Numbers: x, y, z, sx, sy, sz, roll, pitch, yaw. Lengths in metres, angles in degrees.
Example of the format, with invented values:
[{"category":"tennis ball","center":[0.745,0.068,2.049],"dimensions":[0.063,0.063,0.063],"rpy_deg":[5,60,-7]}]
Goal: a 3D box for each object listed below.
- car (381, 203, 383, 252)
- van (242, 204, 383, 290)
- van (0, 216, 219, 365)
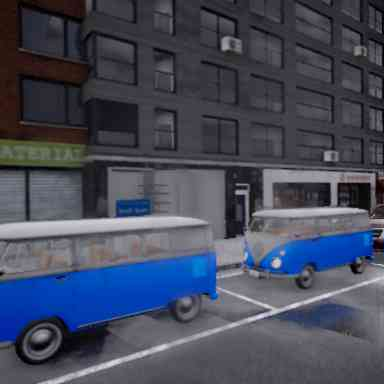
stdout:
[{"category":"car","center":[7.667,1.278,12.007],"dimensions":[5.009,1.841,2.192],"rpy_deg":[0,-1,-35]},{"category":"van","center":[3.118,1.320,8.765],"dimensions":[3.998,1.788,1.690],"rpy_deg":[0,-1,-35]},{"category":"van","center":[-1.431,1.336,5.523],"dimensions":[3.998,1.788,1.690],"rpy_deg":[0,-1,-35]}]
